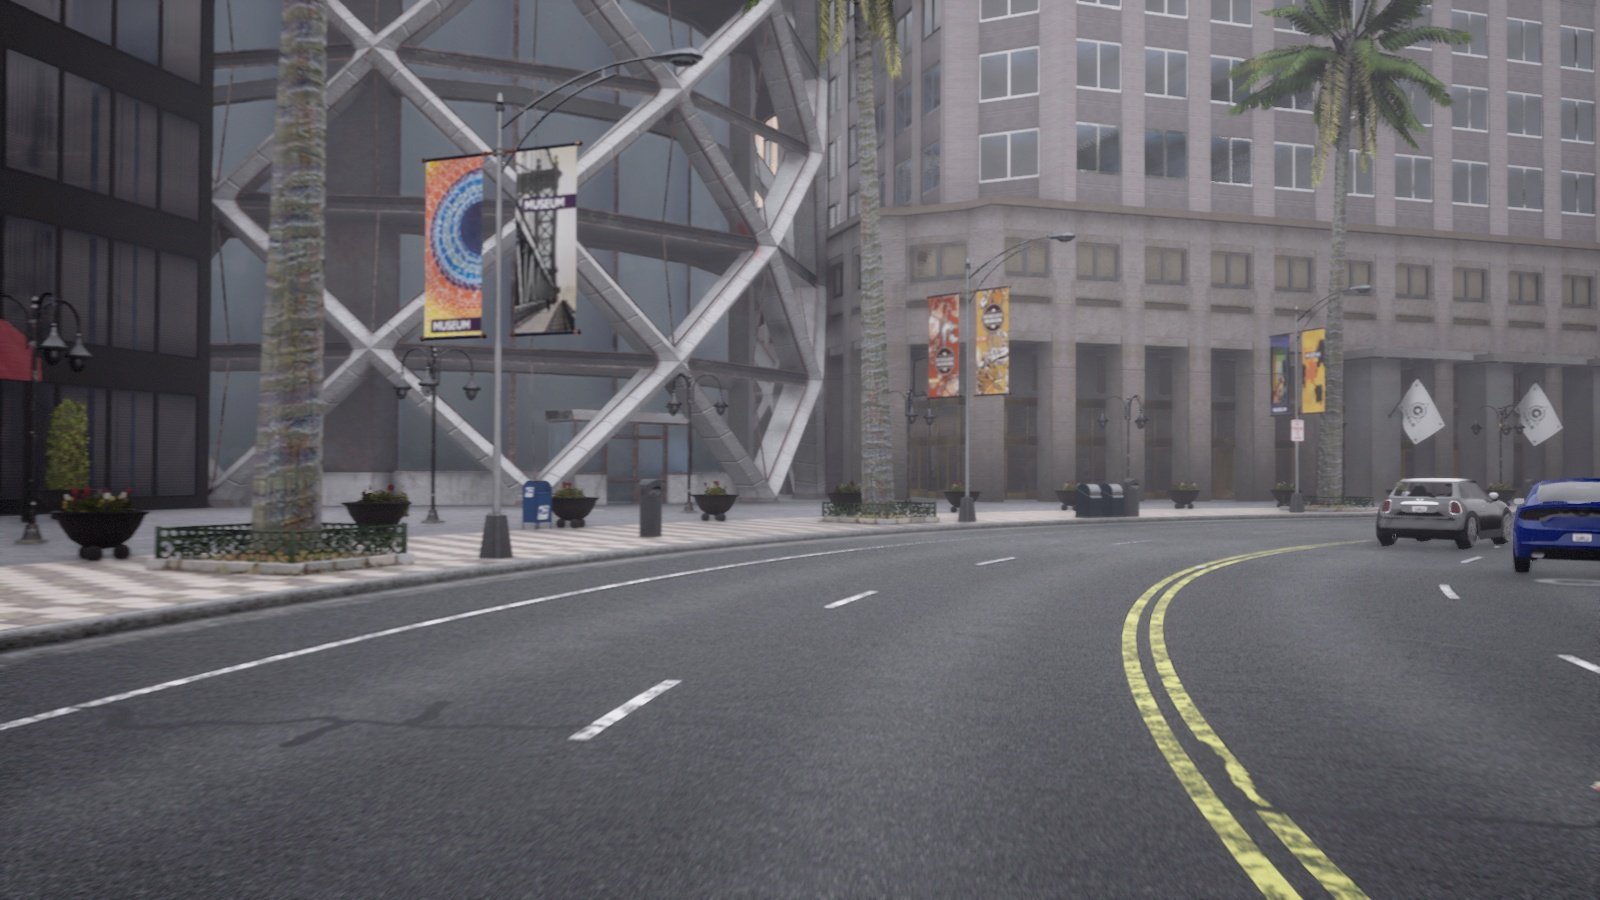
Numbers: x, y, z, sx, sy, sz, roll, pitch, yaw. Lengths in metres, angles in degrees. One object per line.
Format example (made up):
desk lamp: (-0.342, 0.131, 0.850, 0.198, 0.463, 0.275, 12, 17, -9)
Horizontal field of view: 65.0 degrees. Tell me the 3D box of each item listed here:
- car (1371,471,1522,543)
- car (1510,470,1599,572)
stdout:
car: (14.398, 1.203, 27.872, 1.970, 1.475, 3.806, -1, -1, 44)
car: (13.192, 1.106, 21.125, 1.882, 1.535, 5.008, -1, -1, 32)
